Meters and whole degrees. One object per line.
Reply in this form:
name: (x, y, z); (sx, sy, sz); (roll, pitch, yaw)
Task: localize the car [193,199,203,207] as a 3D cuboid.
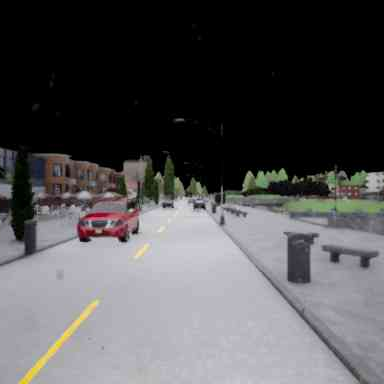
car: (1.148, 2.215, 67.320); (1.837, 1.490, 4.892); (0, -1, 0)

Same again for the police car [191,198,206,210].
police car: (1.143, 1.967, 51.435); (1.930, 1.638, 5.238); (0, -1, 0)

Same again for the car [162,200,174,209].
car: (-4.094, 2.158, 57.869); (2.033, 1.411, 5.357); (0, -1, 1)

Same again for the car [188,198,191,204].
car: (-0.064, 2.326, 84.830); (1.994, 1.385, 4.181); (0, -1, 0)

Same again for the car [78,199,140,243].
car: (-4.114, 1.405, 17.417); (2.150, 2.045, 5.566); (0, 0, 0)

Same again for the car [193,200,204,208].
car: (1.153, 2.173, 61.320); (1.812, 1.442, 4.674); (0, -1, 0)
